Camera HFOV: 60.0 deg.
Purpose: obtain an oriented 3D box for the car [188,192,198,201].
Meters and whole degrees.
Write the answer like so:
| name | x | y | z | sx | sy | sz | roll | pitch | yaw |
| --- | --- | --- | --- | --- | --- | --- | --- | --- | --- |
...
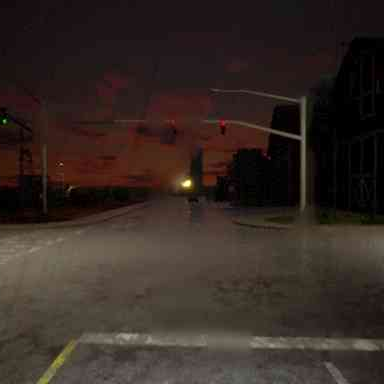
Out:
| name | x | y | z | sx | sy | sz | roll | pitch | yaw |
| --- | --- | --- | --- | --- | --- | --- | --- | --- | --- |
| car | 0.199 | 0.908 | 68.948 | 2.097 | 1.767 | 4.553 | 0 | 0 | 0 |

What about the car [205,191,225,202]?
| name | x | y | z | sx | sy | sz | roll | pitch | yaw |
| --- | --- | --- | --- | --- | --- | --- | --- | --- | --- |
| car | 4.340 | 0.766 | 61.508 | 1.905 | 1.878 | 3.866 | -8 | 4 | -42 |

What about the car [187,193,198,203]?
| name | x | y | z | sx | sy | sz | roll | pitch | yaw |
| --- | --- | --- | --- | --- | --- | --- | --- | --- | --- |
| car | 0.189 | 1.134 | 57.620 | 2.033 | 1.411 | 5.357 | -1 | 0 | 1 |
